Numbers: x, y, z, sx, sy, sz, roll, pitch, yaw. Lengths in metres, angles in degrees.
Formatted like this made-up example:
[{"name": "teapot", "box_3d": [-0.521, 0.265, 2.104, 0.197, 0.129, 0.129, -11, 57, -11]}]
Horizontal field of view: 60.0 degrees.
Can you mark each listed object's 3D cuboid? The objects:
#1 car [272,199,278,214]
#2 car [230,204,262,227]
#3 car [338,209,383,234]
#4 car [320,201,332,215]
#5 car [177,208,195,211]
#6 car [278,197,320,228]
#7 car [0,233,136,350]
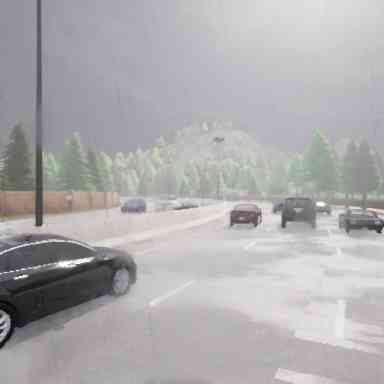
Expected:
[{"name": "car", "box_3d": [10.582, 1.558, 39.104, 2.097, 1.767, 4.553, 0, 0, 10]}, {"name": "car", "box_3d": [4.024, 1.612, 24.417, 1.882, 1.535, 5.008, 0, 0, 17]}, {"name": "car", "box_3d": [10.078, 1.698, 20.177, 1.895, 1.301, 4.718, 0, 0, 17]}, {"name": "car", "box_3d": [13.817, 1.732, 36.543, 2.033, 1.411, 5.357, 0, 0, 8]}, {"name": "car", "box_3d": [-0.532, 1.815, 36.527, 1.895, 1.301, 4.718, 0, 0, 10]}, {"name": "car", "box_3d": [7.414, 1.343, 23.395, 2.150, 2.045, 5.566, 0, 0, 16]}, {"name": "car", "box_3d": [-2.981, 1.546, 6.310, 1.837, 1.490, 4.892, 0, -1, 26]}]
